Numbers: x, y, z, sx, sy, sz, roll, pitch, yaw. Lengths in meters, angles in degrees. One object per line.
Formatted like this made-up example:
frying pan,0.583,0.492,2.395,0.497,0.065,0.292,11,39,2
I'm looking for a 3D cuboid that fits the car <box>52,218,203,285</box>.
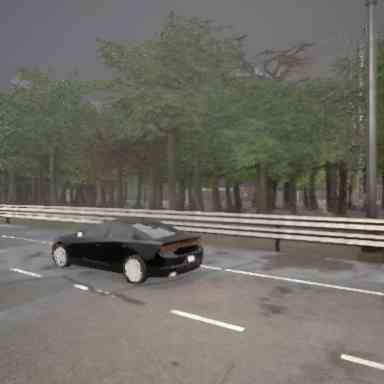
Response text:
car,-2.037,1.504,9.621,5.008,1.535,1.882,0,0,36
